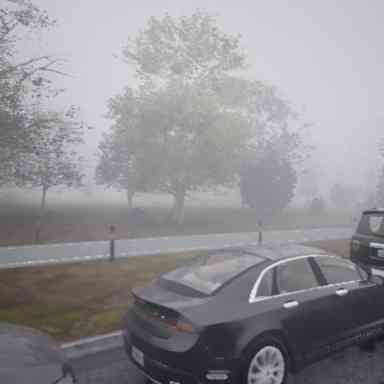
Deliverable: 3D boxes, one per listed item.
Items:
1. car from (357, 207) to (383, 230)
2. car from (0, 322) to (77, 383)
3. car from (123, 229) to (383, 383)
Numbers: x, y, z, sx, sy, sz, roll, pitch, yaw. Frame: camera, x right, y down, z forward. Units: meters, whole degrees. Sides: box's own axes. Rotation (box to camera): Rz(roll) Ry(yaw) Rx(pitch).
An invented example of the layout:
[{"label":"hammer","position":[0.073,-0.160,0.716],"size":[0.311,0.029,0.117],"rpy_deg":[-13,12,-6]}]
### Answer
[{"label":"car","position":[6.143,1.344,8.038],"size":[5.566,2.045,2.435],"rpy_deg":[0,-3,-32]},{"label":"car","position":[-3.181,1.454,1.800],"size":[4.892,1.521,2.231],"rpy_deg":[0,-3,-35]},{"label":"car","position":[1.413,1.524,4.986],"size":[4.892,1.521,2.231],"rpy_deg":[0,-3,-34]}]
